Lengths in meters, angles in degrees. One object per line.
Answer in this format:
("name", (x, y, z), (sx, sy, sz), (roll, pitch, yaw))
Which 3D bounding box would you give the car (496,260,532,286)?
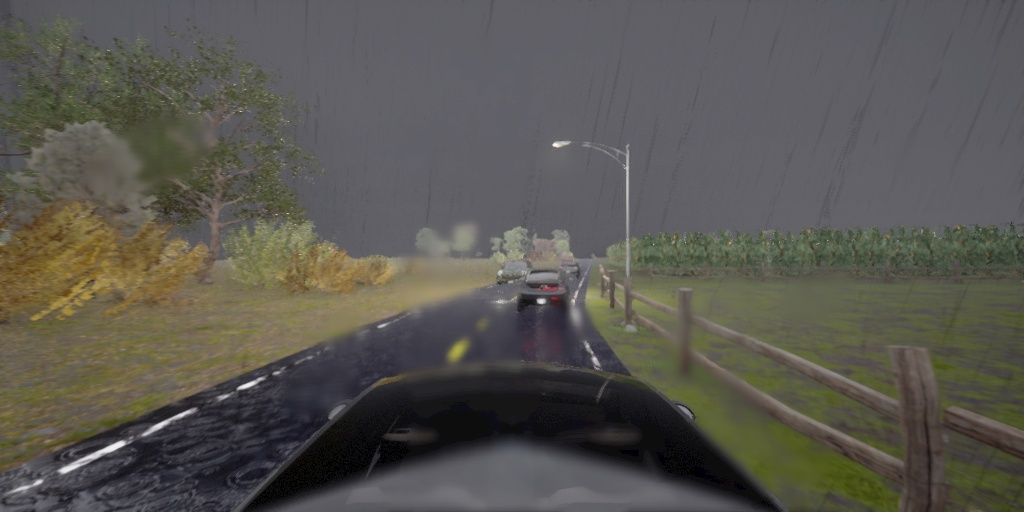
("car", (0.410, 1.071, 24.865), (2.097, 1.767, 4.553), (0, 0, 13))

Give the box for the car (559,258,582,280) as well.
("car", (5.449, 1.195, 33.619), (2.128, 1.511, 4.902), (0, 0, 13))

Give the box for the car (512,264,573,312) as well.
("car", (1.368, 1.247, 14.282), (1.837, 1.490, 4.892), (0, 0, 9))
